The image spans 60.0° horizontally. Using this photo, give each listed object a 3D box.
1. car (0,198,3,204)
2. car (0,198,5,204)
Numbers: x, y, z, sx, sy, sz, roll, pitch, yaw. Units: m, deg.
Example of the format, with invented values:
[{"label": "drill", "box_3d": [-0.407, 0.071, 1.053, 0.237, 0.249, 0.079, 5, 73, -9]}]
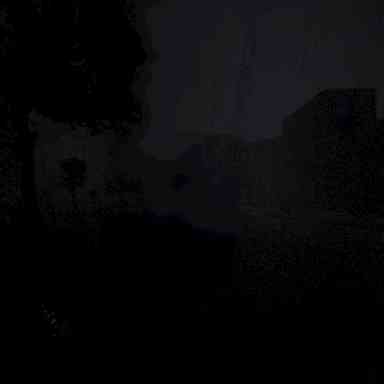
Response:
[{"label": "car", "box_3d": [-46.631, 2.219, 79.771, 1.895, 1.301, 4.718, -1, -1, -33]}, {"label": "car", "box_3d": [-41.789, 1.694, 69.362, 2.150, 2.045, 5.566, -1, 0, -11]}]
